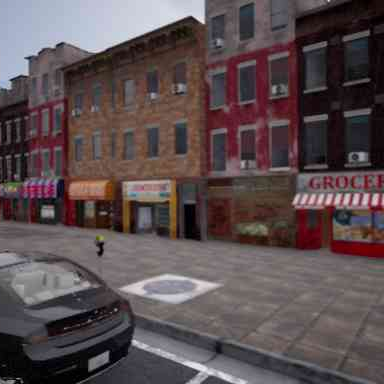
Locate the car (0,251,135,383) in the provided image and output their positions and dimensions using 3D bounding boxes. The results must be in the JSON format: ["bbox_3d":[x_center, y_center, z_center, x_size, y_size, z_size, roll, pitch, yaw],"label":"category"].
[{"bbox_3d":[-2.759,1.547,4.789,4.403,1.369,2.008,0,-1,36],"label":"car"}]
